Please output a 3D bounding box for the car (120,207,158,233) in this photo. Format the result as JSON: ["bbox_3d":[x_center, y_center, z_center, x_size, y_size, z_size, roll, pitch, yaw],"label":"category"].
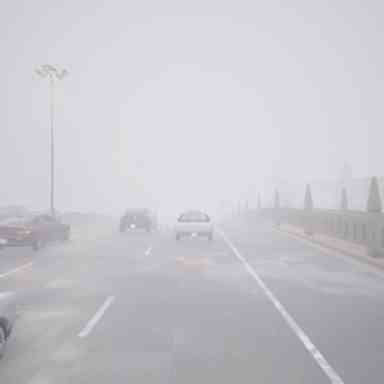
[{"bbox_3d":[-3.395,1.752,21.552,1.837,1.490,4.892,0,-1,0],"label":"car"}]

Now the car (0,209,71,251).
[{"bbox_3d":[-6.895,1.646,14.503,1.812,1.442,4.674,0,0,0],"label":"car"}]

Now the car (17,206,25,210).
[{"bbox_3d":[-17.577,2.812,38.455,2.128,1.511,4.902,0,-6,0],"label":"car"}]

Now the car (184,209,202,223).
[{"bbox_3d":[0.107,2.681,36.948,1.837,1.490,4.892,0,-5,0],"label":"car"}]

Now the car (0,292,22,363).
[{"bbox_3d":[-3.398,1.624,2.692,1.895,1.301,4.718,0,0,0],"label":"car"}]

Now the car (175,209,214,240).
[{"bbox_3d":[0.104,1.765,17.998,1.895,1.301,4.718,0,-1,0],"label":"car"}]

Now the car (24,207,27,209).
[{"bbox_3d":[-14.085,2.348,32.539,1.812,1.442,4.674,0,-4,0],"label":"car"}]

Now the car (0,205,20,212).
[{"bbox_3d":[-21.076,2.560,38.634,2.150,2.045,5.566,0,-6,0],"label":"car"}]
